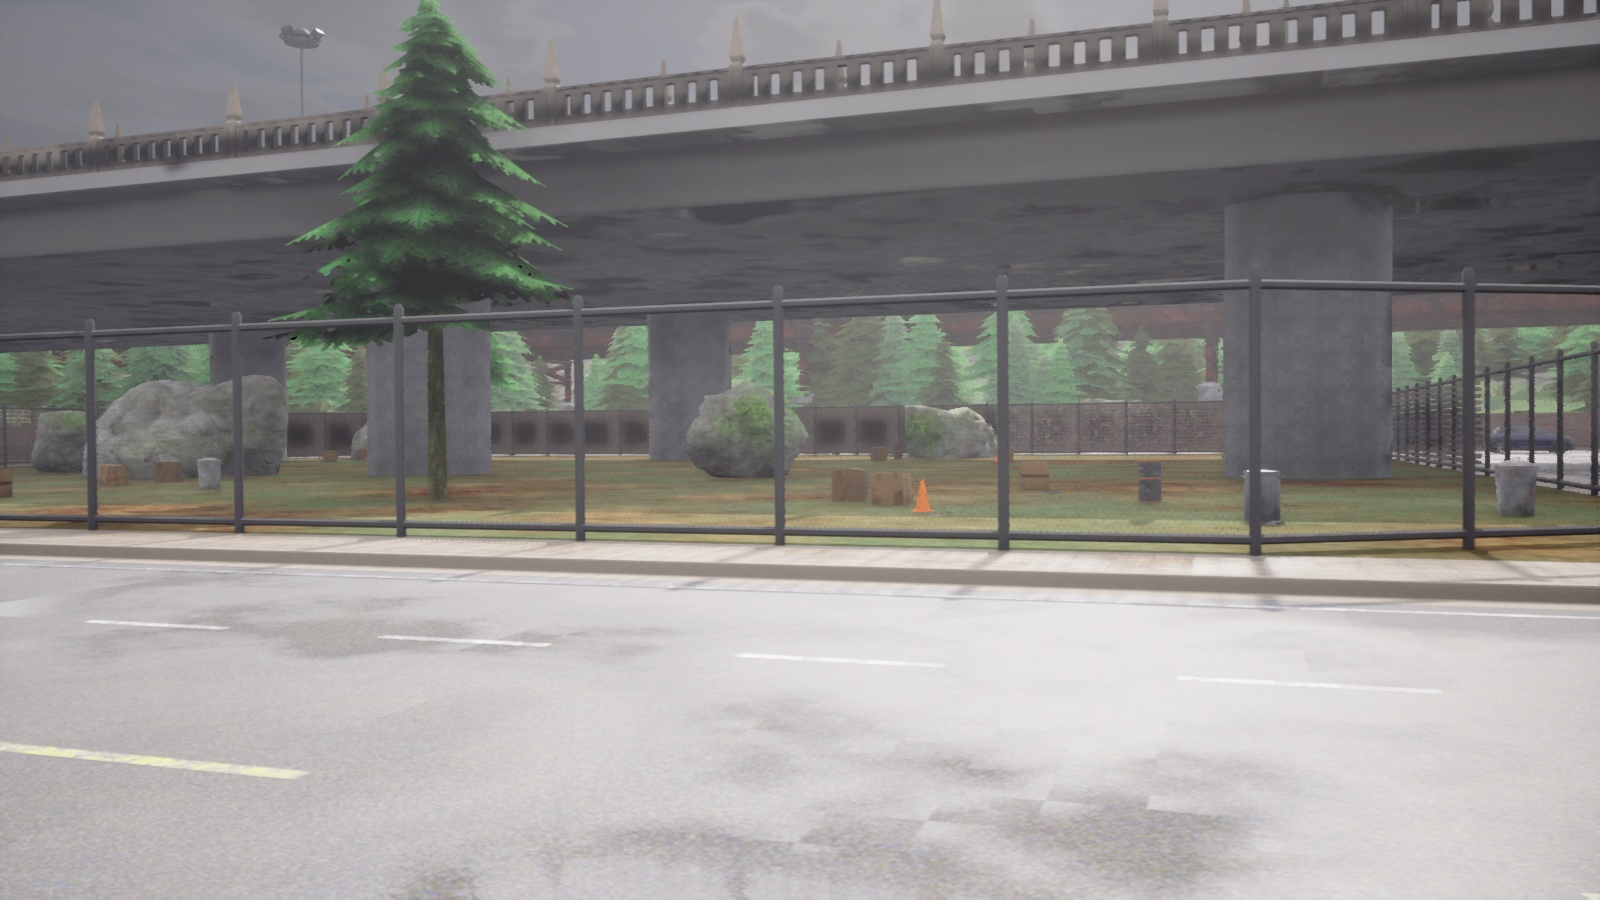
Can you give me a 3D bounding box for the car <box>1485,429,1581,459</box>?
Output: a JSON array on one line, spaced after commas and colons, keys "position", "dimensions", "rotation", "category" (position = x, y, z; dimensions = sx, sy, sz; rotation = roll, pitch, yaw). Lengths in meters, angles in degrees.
[{"position": [43.127, -0.366, 73.997], "dimensions": [4.553, 1.767, 2.097], "rotation": [0, 1, 19], "category": "car"}]
